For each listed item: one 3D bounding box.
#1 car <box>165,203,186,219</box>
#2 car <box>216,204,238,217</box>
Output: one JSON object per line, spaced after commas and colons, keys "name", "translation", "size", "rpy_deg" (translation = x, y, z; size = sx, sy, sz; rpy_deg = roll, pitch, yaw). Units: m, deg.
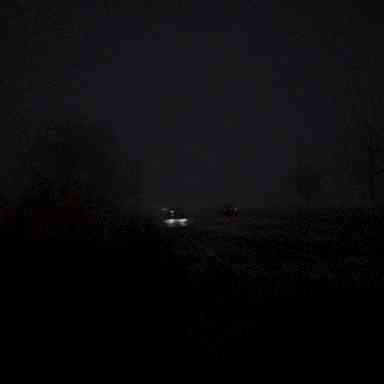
{"name": "car", "translation": [-2.042, 2.630, 44.425], "size": [2.097, 1.767, 4.553], "rpy_deg": [-2, -1, -9]}
{"name": "car", "translation": [4.778, 2.462, 46.243], "size": [2.097, 1.767, 4.553], "rpy_deg": [-2, -1, -9]}
